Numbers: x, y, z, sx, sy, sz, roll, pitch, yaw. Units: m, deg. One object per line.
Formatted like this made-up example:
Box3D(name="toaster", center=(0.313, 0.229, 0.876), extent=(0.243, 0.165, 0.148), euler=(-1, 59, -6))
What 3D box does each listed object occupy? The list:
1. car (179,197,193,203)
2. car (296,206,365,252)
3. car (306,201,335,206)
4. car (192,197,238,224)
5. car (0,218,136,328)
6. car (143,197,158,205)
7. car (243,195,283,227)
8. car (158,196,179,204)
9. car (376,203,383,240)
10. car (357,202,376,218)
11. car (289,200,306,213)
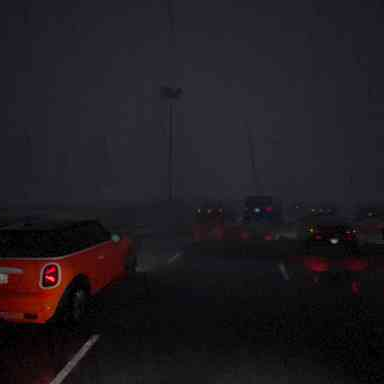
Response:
Box3D(name="car", center=(0.664, 1.406, 45.760), extent=(1.882, 1.535, 5.008), euler=(0, 0, 29))
Box3D(name="car", center=(5.622, 1.549, 14.093), extent=(1.812, 1.442, 4.674), euler=(0, 0, 14))
Box3D(name="car", center=(11.990, 1.598, 29.942), extent=(2.033, 1.411, 5.357), euler=(0, 0, 29))
Box3D(name="car", center=(1.997, 1.364, 25.090), extent=(2.097, 1.767, 4.553), euler=(0, 0, 22))
Box3D(name="car", center=(-2.718, 1.343, 7.207), extent=(2.097, 1.767, 4.553), euler=(0, 0, 6))
Box3D(name="car", center=(-5.429, 1.459, 49.206), extent=(1.994, 1.385, 4.181), euler=(0, 0, 29))
Box3D(name="car", center=(5.147, 1.246, 23.663), extent=(2.150, 2.045, 5.566), euler=(0, 0, 22))
Box3D(name="car", center=(-2.383, 1.416, 47.483), extent=(1.837, 1.490, 4.892), euler=(0, 0, 29))
Box3D(name="car", center=(8.815, 1.388, 12.340), extent=(2.097, 1.767, 4.553), euler=(0, 0, 13))
Box3D(name="car", center=(15.078, 1.588, 28.194), extent=(1.812, 1.442, 4.674), euler=(0, 0, 28))
Box3D(name="car", center=(12.390, 1.617, 37.769), extent=(1.994, 1.385, 4.181), euler=(0, 0, 29))
